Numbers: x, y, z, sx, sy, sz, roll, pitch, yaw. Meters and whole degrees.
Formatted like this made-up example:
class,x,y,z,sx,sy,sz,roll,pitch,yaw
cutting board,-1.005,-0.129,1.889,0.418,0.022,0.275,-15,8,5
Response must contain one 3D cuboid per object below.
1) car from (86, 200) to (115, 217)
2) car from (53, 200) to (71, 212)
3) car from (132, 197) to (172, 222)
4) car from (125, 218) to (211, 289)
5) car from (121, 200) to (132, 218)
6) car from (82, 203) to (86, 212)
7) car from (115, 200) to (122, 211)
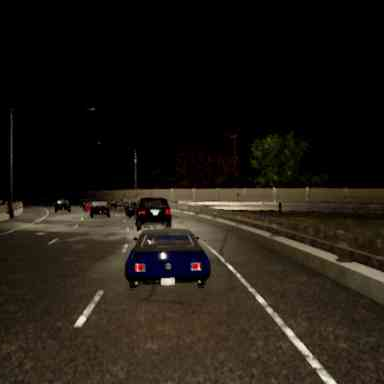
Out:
class,x,y,z,sx,sy,sz,roll,pitch,yaw
car,-9.412,1.715,33.850,2.128,1.511,4.902,0,-1,-18
car,-16.575,1.775,42.509,2.128,1.511,4.902,0,-1,-24
car,-2.692,1.366,22.255,2.150,2.045,5.566,0,0,-12
car,-0.717,1.663,9.406,1.895,1.301,4.718,0,0,-5
car,-5.656,1.784,33.573,1.994,1.385,4.181,0,0,-17
car,-13.143,1.853,43.387,1.994,1.385,4.181,0,0,-22
car,-9.768,1.783,44.380,2.128,1.511,4.902,0,0,-23
